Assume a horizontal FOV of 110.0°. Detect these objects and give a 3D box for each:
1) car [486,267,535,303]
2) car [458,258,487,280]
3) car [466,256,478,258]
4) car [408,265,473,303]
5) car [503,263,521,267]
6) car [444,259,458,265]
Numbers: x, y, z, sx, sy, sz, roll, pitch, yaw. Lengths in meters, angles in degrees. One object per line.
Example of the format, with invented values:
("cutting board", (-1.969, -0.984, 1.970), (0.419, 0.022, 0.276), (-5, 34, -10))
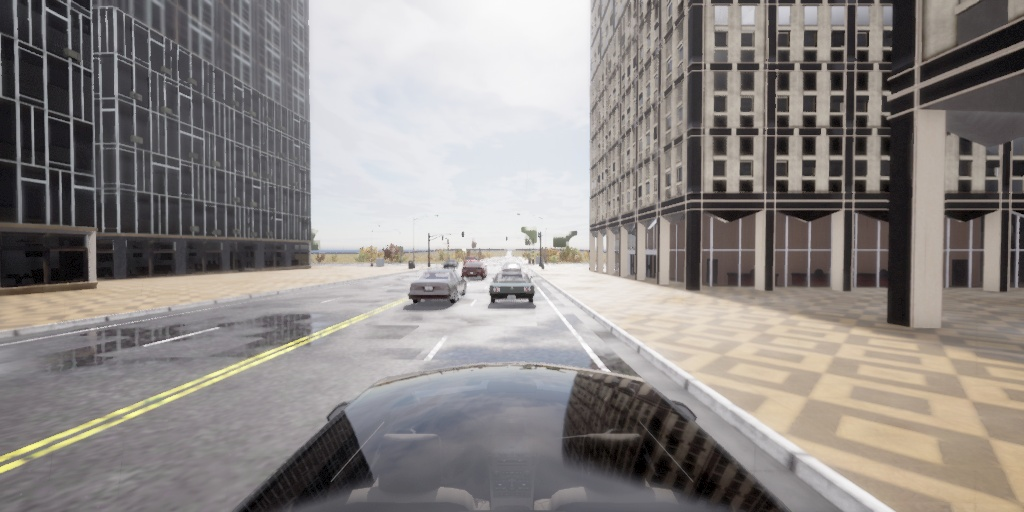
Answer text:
("car", (0.000, 1.359, 16.532), (1.895, 1.301, 4.718), (0, 0, 0))
("car", (-3.250, 1.217, 31.504), (1.882, 1.535, 5.008), (0, 0, 0))
("car", (-6.500, 1.023, 57.476), (2.150, 2.045, 5.566), (0, 0, 0))
("car", (-3.250, 1.306, 16.503), (2.033, 1.411, 5.357), (0, 0, 0))
("car", (0.000, 1.295, 31.504), (2.033, 1.411, 5.357), (0, 0, 0))
("car", (-9.750, 1.257, 57.507), (1.837, 1.490, 4.892), (0, 0, 0))
